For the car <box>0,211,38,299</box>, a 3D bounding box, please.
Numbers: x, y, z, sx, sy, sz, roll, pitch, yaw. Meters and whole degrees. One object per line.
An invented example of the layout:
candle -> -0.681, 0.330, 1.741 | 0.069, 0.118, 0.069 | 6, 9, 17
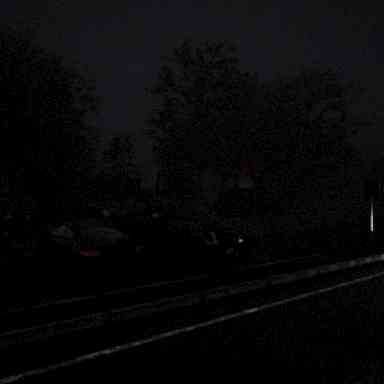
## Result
car -> -5.208, 1.420, 7.551 | 2.097, 1.535, 5.008 | 0, 0, -36

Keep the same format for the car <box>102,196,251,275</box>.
car -> -0.622, 1.186, 10.857 | 2.435, 2.045, 5.566 | 0, 0, -36

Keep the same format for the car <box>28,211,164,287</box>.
car -> -2.923, 1.469, 9.216 | 2.002, 1.452, 4.674 | 0, 0, -36

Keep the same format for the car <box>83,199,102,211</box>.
car -> -5.777, 1.310, 22.611 | 2.185, 1.767, 4.553 | 1, -1, -36

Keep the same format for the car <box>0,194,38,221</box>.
car -> -10.472, 1.175, 19.241 | 2.435, 2.045, 5.566 | 0, 0, -36
